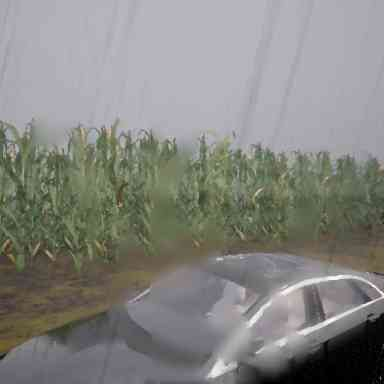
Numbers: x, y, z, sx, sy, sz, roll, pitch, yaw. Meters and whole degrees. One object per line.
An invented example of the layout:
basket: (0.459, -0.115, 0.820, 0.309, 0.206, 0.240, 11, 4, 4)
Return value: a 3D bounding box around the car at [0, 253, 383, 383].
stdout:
car: (0.507, 1.491, 3.421, 4.902, 1.511, 2.128, 0, 0, -35)
